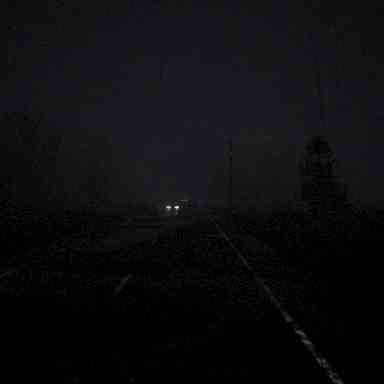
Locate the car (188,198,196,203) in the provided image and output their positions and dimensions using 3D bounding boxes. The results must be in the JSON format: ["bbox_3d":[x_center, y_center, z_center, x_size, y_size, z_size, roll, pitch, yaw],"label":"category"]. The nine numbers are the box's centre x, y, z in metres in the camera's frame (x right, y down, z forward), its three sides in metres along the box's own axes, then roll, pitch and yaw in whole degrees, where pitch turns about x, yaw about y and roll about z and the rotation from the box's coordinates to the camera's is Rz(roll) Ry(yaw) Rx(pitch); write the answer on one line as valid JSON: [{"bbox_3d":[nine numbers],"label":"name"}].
[{"bbox_3d":[0.002,2.291,91.444,1.895,1.301,4.718,0,0,0],"label":"car"}]

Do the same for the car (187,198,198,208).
[{"bbox_3d":[0.101,1.948,55.520,2.033,1.411,5.357,0,0,0],"label":"car"}]

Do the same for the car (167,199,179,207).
[{"bbox_3d":[-3.507,1.980,62.302,1.812,1.442,4.674,0,0,0],"label":"car"}]
